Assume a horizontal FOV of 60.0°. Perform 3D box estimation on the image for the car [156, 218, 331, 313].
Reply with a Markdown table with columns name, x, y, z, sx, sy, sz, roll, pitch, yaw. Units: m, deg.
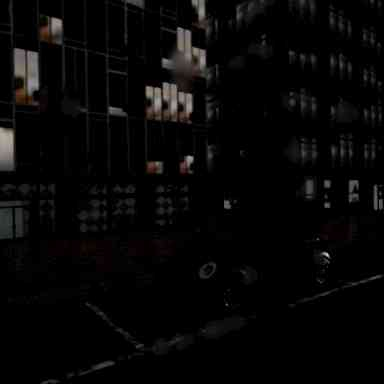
| name | x | y | z | sx | sy | sz | roll | pitch | yaw |
| --- | --- | --- | --- | --- | --- | --- | --- | --- | --- |
| car | 1.213 | 1.383 | 7.426 | 4.097 | 1.590 | 1.967 | -1 | 0 | -35 |
